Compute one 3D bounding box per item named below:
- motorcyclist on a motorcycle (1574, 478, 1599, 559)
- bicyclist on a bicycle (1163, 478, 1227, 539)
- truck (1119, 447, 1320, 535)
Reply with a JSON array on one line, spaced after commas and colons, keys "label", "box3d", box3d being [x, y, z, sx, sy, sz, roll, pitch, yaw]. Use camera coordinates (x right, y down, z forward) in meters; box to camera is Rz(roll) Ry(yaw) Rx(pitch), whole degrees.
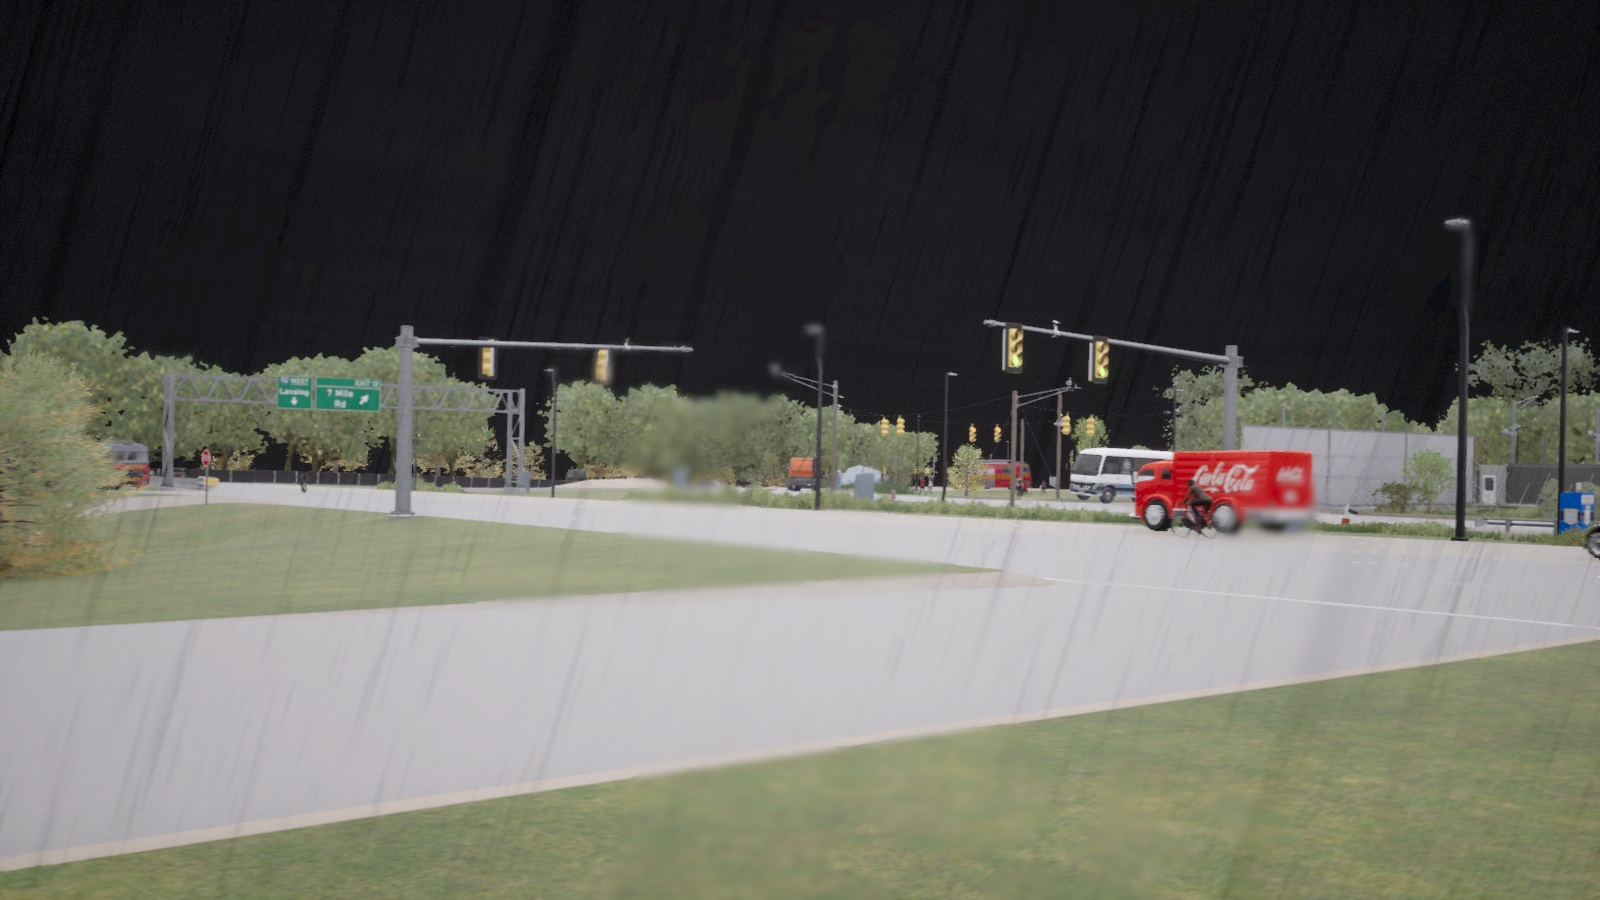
[{"label": "motorcyclist on a motorcycle", "box3d": [16.997, 1.375, 25.221, 0.766, 1.649, 2.350, 1, -2, -34]}, {"label": "bicyclist on a bicycle", "box3d": [10.768, 1.574, 34.289, 0.582, 1.620, 1.656, 1, -2, -34]}, {"label": "truck", "box3d": [12.551, 1.210, 37.885, 2.627, 2.467, 5.204, 1, -2, -34]}]
